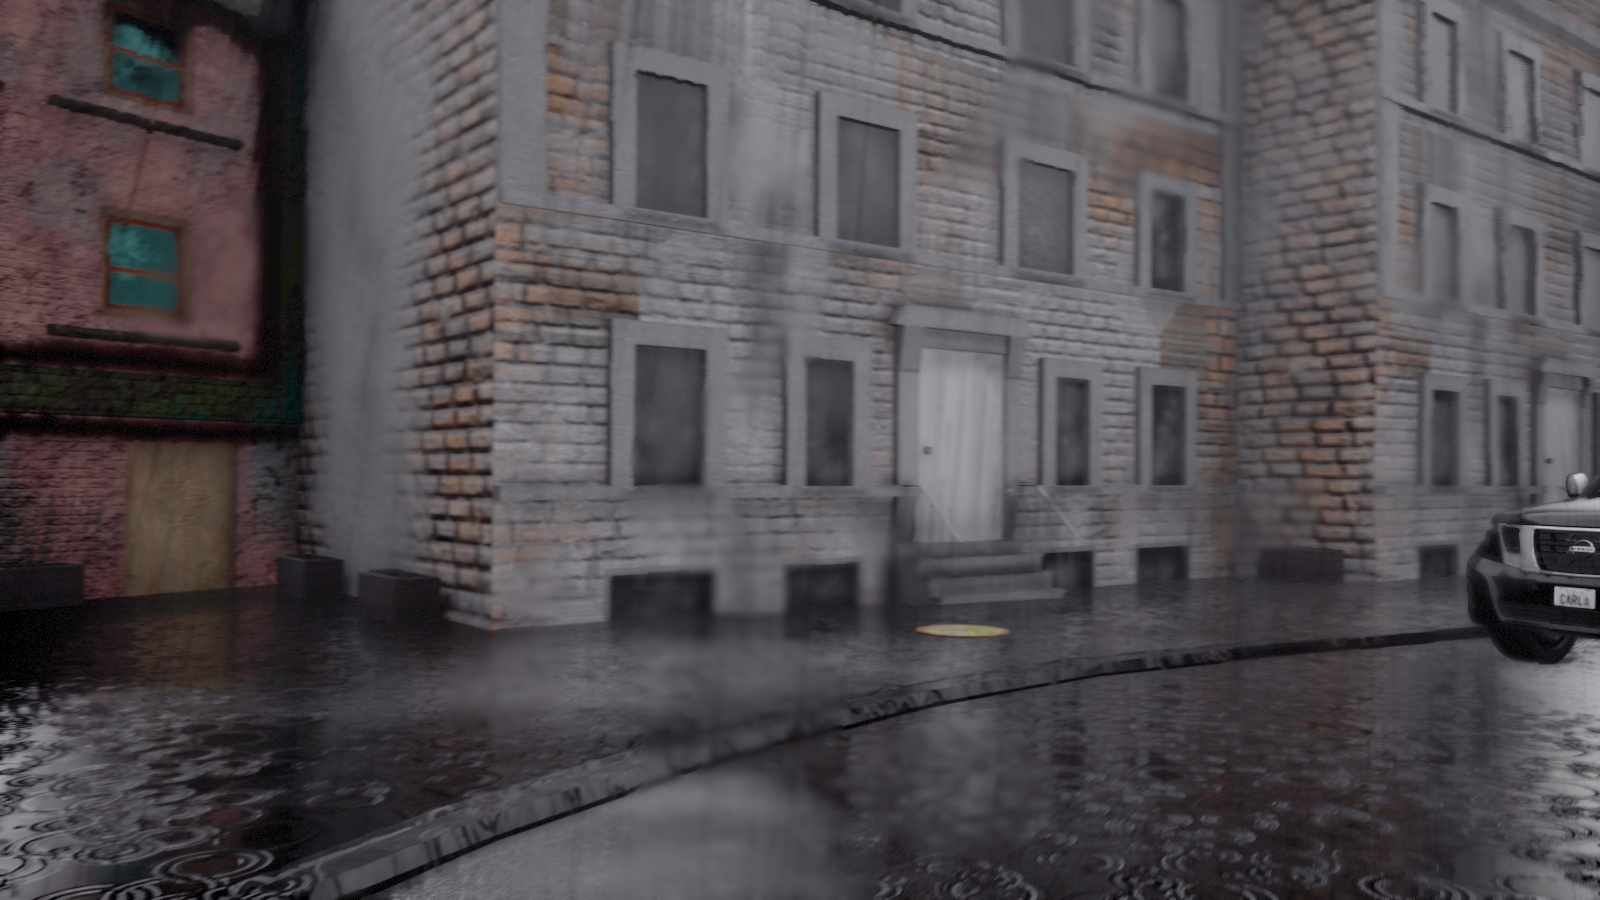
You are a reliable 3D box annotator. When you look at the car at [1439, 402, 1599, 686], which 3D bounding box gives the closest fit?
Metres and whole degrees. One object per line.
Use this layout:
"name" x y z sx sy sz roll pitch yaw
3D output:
"car" 8.144 0.701 10.515 5.566 2.045 2.150 0 -1 -28
